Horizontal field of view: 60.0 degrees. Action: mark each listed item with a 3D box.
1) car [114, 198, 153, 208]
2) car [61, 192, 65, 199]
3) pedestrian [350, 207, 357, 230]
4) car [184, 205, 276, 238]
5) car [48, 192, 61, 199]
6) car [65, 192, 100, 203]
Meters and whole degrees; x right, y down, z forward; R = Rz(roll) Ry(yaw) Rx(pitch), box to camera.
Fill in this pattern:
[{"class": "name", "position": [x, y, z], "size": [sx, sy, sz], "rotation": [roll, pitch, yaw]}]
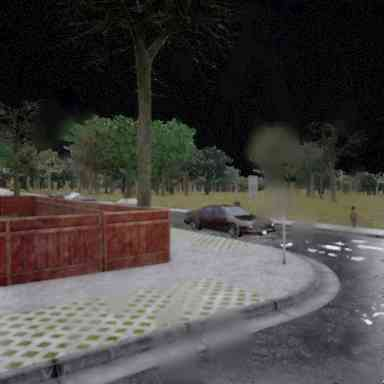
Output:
[{"class": "car", "position": [-4.640, 1.200, 25.822], "size": [1.812, 1.442, 4.674], "rotation": [0, 1, -36]}, {"class": "car", "position": [-16.990, 0.795, 47.960], "size": [1.812, 1.442, 4.674], "rotation": [0, 1, -36]}, {"class": "pedestrian", "position": [8.545, 1.018, 17.565], "size": [0.375, 1.860, 0.375], "rotation": [1, 0, -36]}, {"class": "car", "position": [1.701, 1.389, 17.030], "size": [2.033, 1.411, 5.357], "rotation": [0, 1, -36]}, {"class": "car", "position": [-22.861, 0.709, 56.082], "size": [1.895, 1.301, 4.718], "rotation": [0, 1, -35]}, {"class": "car", "position": [-11.402, 1.041, 35.197], "size": [2.033, 1.411, 5.357], "rotation": [0, 1, -36]}]
